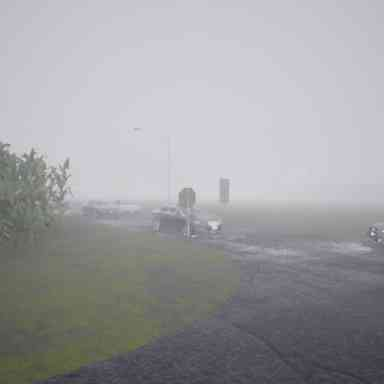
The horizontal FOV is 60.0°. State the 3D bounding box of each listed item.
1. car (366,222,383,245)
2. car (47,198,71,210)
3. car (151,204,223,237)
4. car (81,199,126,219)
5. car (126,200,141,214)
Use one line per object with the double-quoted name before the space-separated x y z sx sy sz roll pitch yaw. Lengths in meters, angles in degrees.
"car" 9.196 1.509 12.965 4.181 1.385 1.994 0 1 10
"car" -15.100 1.303 37.383 1.994 1.385 4.181 0 0 -36
"car" -0.393 1.384 17.485 2.128 1.511 4.902 0 1 -36
"car" -7.526 1.325 27.121 1.837 1.490 4.892 0 0 -37
"car" -6.641 1.396 30.734 1.895 1.301 4.718 0 0 -37
